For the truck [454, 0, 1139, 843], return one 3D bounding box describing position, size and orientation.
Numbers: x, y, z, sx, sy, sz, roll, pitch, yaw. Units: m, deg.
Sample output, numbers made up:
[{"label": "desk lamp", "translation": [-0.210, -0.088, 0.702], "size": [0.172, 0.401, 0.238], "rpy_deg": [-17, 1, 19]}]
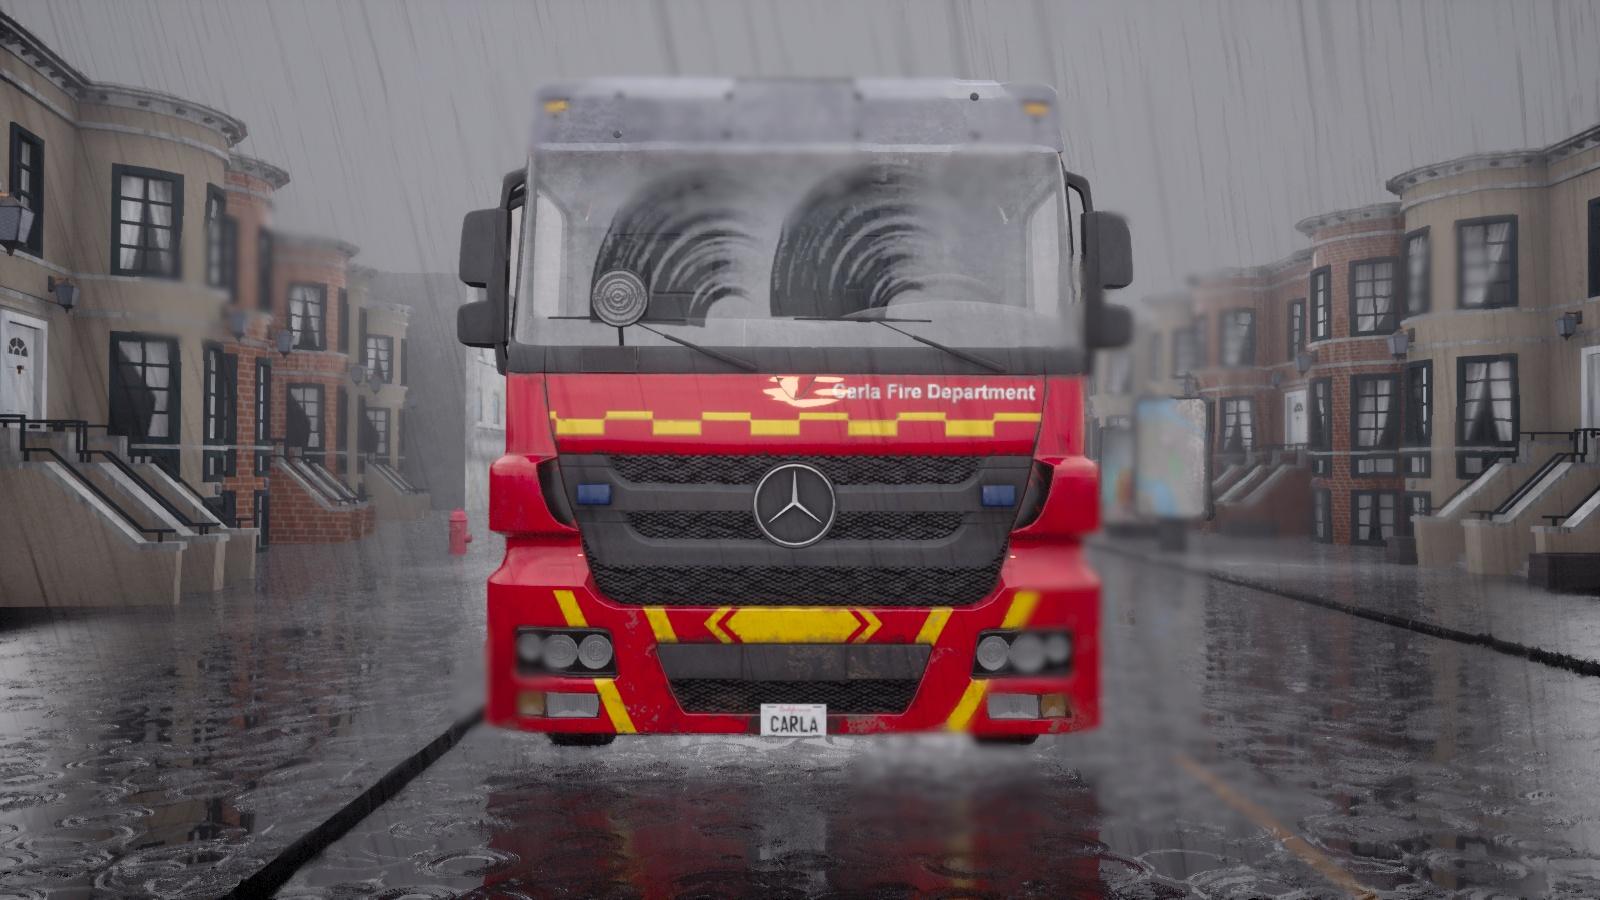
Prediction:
[{"label": "truck", "translation": [-0.032, -0.190, 9.565], "size": [2.891, 3.827, 8.468], "rpy_deg": [0, -1, 0]}]
